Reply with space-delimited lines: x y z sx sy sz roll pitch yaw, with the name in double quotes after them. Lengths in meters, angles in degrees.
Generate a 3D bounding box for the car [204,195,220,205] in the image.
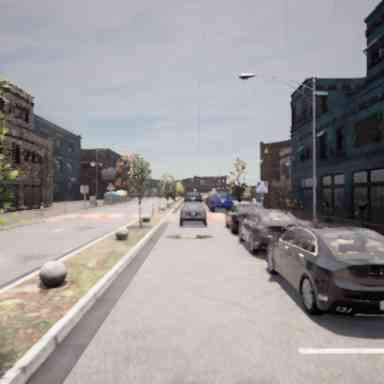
3.012 1.196 51.624 2.231 1.521 4.892 0 0 0 "car"

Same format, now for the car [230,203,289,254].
3.000 1.409 13.098 2.231 1.521 4.892 0 0 0 "car"

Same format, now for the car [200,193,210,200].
3.019 1.034 79.331 2.185 1.767 4.553 0 0 0 "car"

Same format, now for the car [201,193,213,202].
3.016 1.039 68.161 2.185 1.767 4.553 0 0 0 "car"

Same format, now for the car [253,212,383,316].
2.999 1.442 7.451 2.231 1.521 4.892 0 0 0 "car"

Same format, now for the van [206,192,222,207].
3.010 0.988 46.225 1.878 1.987 4.442 0 0 0 "van"

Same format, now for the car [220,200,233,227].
3.002 1.404 18.656 2.163 1.488 4.792 0 0 0 "car"

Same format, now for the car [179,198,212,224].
0.093 1.410 23.131 2.033 1.411 5.357 0 0 0 "car"

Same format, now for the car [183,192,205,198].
0.113 0.979 40.973 2.150 2.045 5.566 0 0 0 "car"

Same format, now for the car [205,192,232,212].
3.007 1.018 35.095 2.435 2.045 5.566 0 0 0 "car"

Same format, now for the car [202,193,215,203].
3.015 1.045 62.640 2.185 1.767 4.553 0 0 0 "car"

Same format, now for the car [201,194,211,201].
3.018 1.202 73.837 2.002 1.452 4.674 0 0 0 "car"
